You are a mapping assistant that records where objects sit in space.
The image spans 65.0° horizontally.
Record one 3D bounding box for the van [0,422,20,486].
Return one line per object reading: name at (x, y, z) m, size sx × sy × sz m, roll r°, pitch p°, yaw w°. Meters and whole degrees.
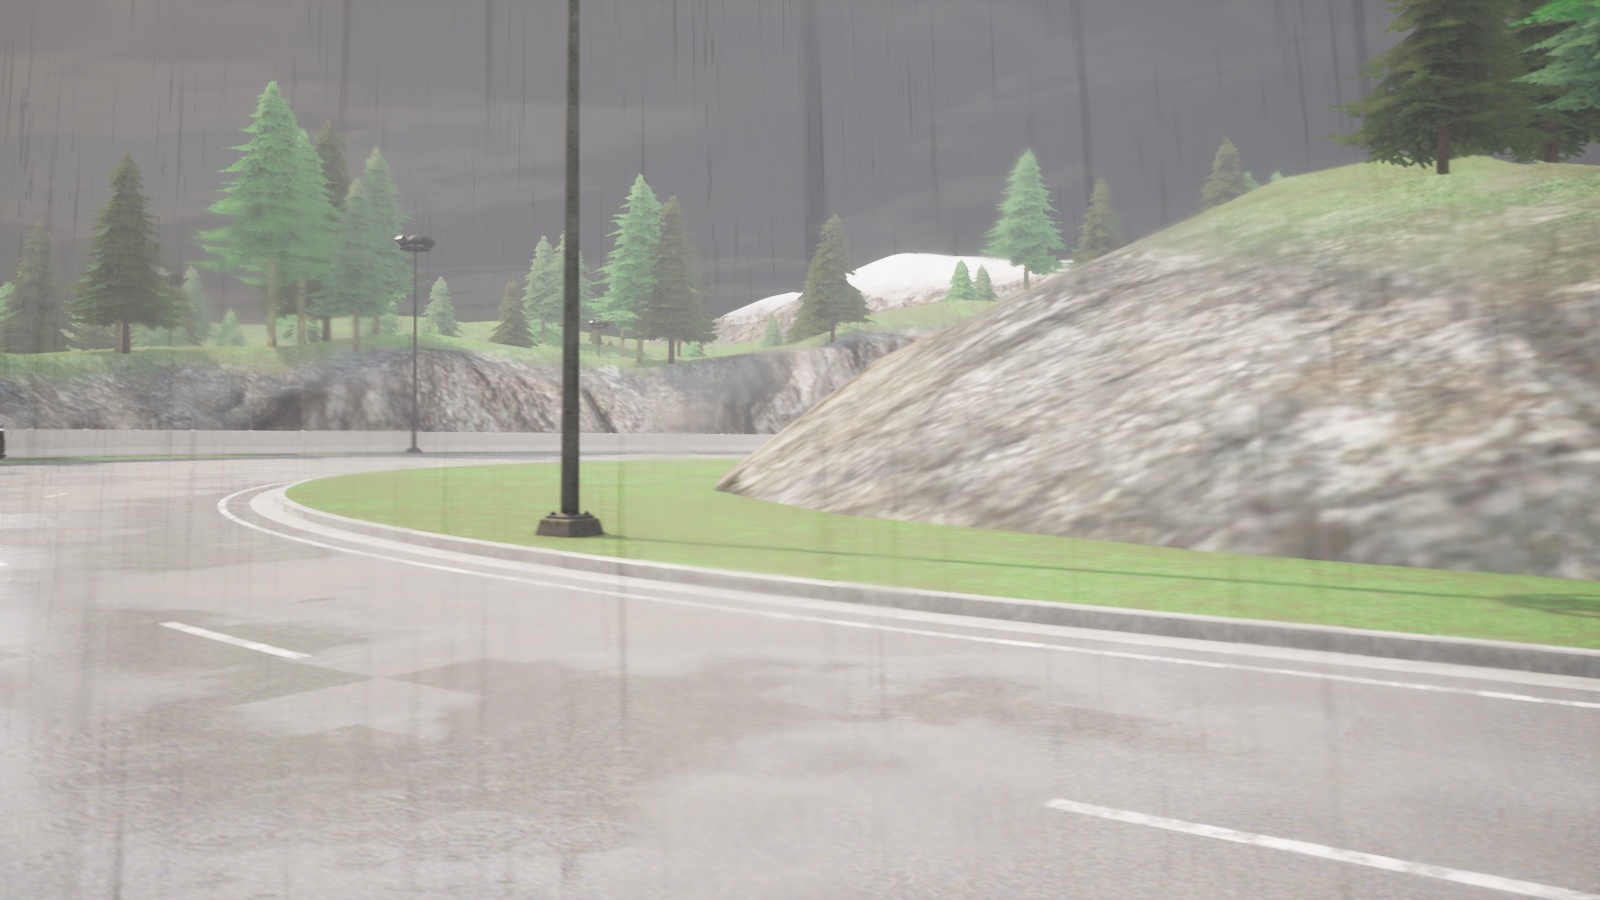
van at (-26.449, 0.168, 38.657) m, size 2.069 × 2.038 × 4.480 m, roll -1°, pitch 1°, yaw -1°
